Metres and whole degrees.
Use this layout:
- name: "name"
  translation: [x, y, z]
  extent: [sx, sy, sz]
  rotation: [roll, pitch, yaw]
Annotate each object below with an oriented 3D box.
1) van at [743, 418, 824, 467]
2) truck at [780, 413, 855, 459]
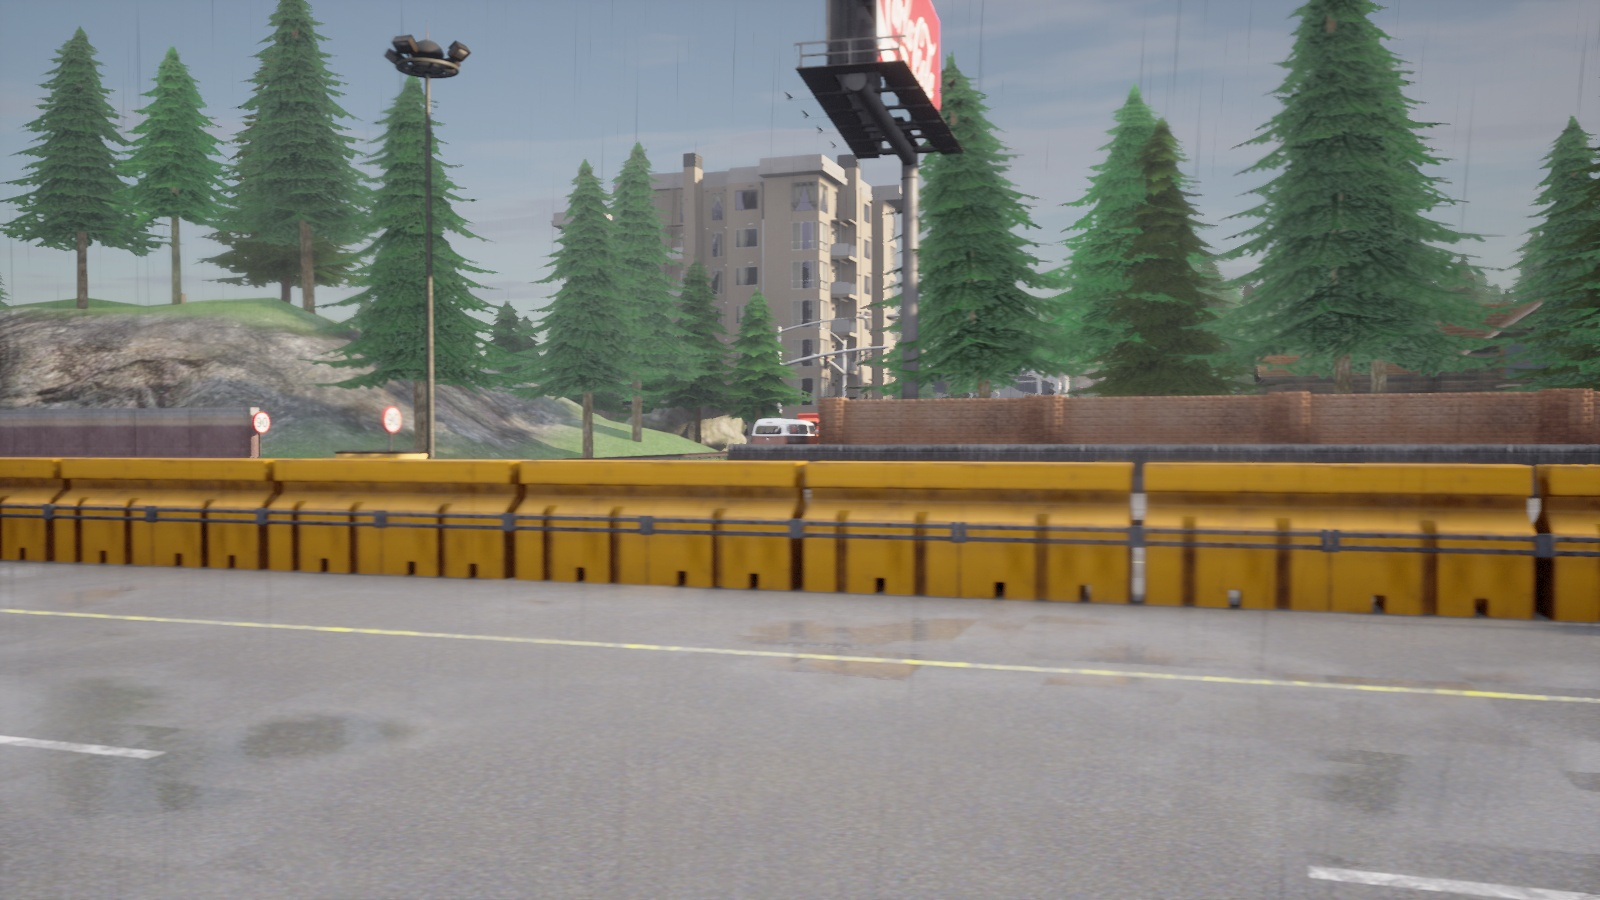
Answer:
- name: "van"
  translation: [-0.669, -0.349, 54.739]
  extent: [2.069, 2.038, 4.480]
  rotation: [1, 1, 20]
- name: "truck"
  translation: [1.038, -0.798, 70.051]
  extent: [2.627, 2.467, 5.204]
  rotation: [1, 1, 19]
